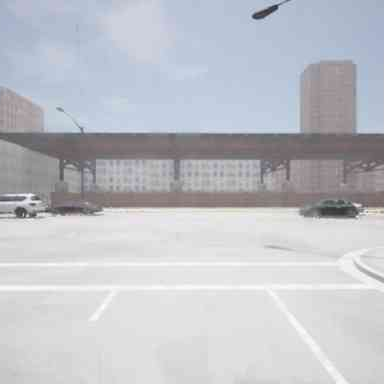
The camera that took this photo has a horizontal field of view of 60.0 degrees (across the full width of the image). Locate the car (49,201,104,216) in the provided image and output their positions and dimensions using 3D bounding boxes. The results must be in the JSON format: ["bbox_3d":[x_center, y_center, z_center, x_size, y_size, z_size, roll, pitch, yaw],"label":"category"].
[{"bbox_3d":[-11.351,1.540,32.302,5.357,1.411,2.033,0,0,1],"label":"car"}]

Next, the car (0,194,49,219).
[{"bbox_3d":[-15.843,1.215,28.852,5.566,2.045,2.150,0,0,1],"label":"car"}]

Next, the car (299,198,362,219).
[{"bbox_3d":[11.600,1.345,28.538,4.553,1.767,2.097,0,0,1],"label":"car"}]

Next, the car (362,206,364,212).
[{"bbox_3d":[14.001,1.518,31.999,4.674,1.442,1.812,0,0,1],"label":"car"}]
